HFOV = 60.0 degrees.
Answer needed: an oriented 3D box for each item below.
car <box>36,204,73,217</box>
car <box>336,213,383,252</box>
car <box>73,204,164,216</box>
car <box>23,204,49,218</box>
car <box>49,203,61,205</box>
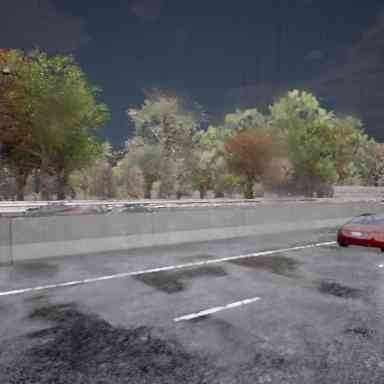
[{"bbox_3d":[-6.789,1.599,20.644,4.718,1.301,1.895,0,0,-35],"label":"car"},{"bbox_3d":[7.875,1.563,13.796,4.181,1.385,1.994,0,0,-36],"label":"car"},{"bbox_3d":[-3.729,1.503,18.525,4.892,1.490,1.837,0,0,-35],"label":"car"},{"bbox_3d":[-10.972,1.561,26.250,4.181,1.385,1.994,0,0,-35],"label":"car"},{"bbox_3d":[-7.766,1.561,24.242,4.181,1.385,1.994,0,0,-35],"label":"car"}]
